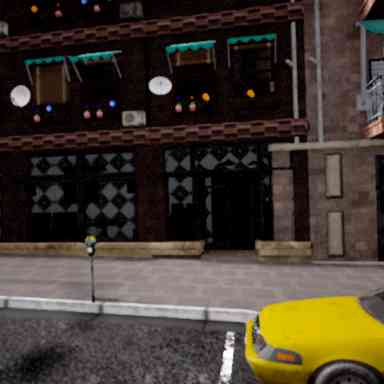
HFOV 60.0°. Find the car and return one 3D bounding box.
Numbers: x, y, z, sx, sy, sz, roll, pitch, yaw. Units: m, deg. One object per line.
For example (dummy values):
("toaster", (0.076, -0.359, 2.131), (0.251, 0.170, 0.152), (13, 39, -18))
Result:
("car", (3.024, 1.534, 3.676), (4.829, 1.417, 1.752), (0, -2, 10))
